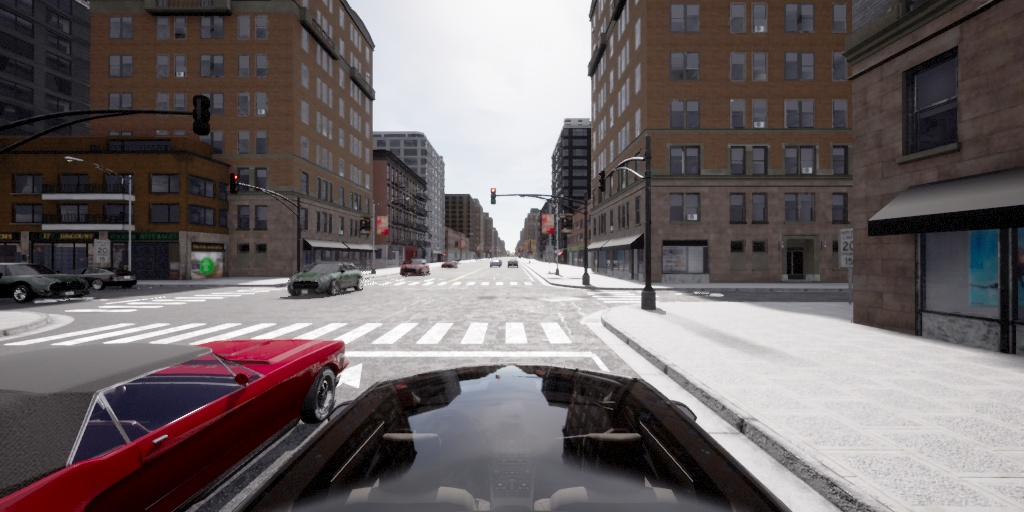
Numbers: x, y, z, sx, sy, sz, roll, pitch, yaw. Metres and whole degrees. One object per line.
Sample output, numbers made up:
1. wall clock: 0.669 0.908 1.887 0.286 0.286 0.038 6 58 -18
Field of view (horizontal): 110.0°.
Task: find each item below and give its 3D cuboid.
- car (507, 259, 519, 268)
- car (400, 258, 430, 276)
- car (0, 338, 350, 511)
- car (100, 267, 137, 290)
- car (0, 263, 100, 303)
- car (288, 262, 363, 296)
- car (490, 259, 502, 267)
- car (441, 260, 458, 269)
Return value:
1. car: 0.157 1.249 62.178 1.837 1.490 4.892 0 0 0
2. car: -9.761 1.102 36.362 2.097 1.767 4.553 0 0 0
3. car: -3.157 1.351 2.816 1.895 1.301 4.718 0 0 0
4. car: -25.325 1.331 21.680 4.313 1.339 1.948 0 0 0
5. car: -22.165 1.096 16.172 4.553 1.767 2.097 0 0 0
6. car: -9.806 1.113 19.208 2.097 1.767 4.553 0 0 0
7. car: -2.988 1.291 64.133 2.033 1.411 5.357 0 0 0
8. car: -9.697 1.346 55.607 1.895 1.301 4.718 0 0 0
